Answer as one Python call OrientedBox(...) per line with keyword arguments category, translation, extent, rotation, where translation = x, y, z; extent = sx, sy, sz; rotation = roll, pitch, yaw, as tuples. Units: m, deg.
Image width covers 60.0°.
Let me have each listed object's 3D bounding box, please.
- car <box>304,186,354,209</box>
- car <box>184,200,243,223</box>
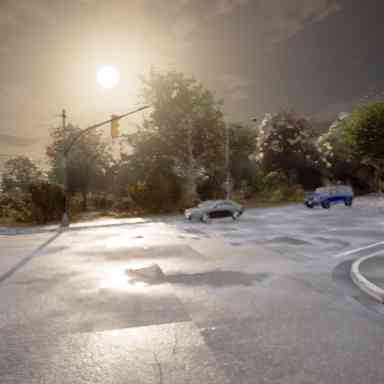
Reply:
OrientedBox(category="car", translation=(13.350, 0.476, 32.355), extent=(5.566, 2.045, 2.150), rotation=(-4, 2, -31))
OrientedBox(category="car", translation=(1.604, 1.344, 24.245), extent=(4.902, 1.511, 2.128), rotation=(-2, 1, -37))
